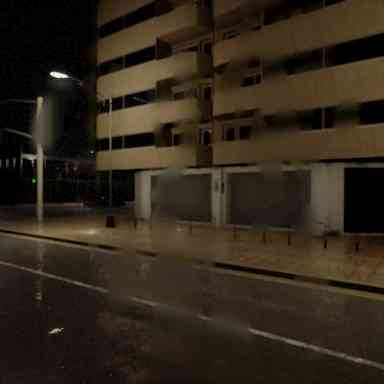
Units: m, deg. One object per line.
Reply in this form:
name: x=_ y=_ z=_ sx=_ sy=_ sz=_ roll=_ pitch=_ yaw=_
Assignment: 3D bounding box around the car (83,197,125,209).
car: x=-10.736 y=1.306 z=41.064 sx=2.033 sy=1.411 sz=5.357 roll=1 pitch=0 yaw=36
